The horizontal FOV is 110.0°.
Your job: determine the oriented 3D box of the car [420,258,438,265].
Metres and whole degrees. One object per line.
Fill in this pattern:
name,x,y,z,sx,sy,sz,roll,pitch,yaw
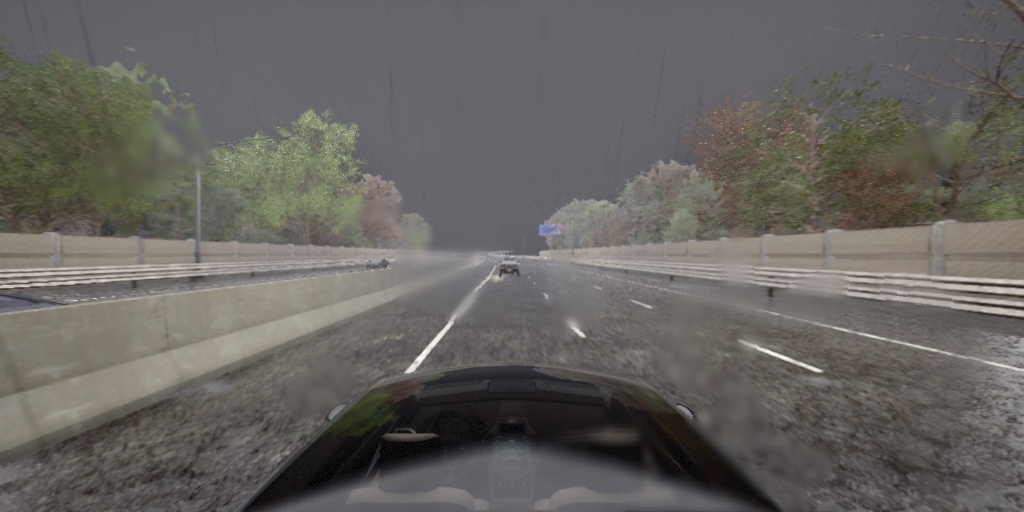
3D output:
car,-11.209,1.062,48.512,1.837,1.490,4.892,0,1,-1

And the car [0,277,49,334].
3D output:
car,-14.115,1.301,7.468,2.033,1.411,5.357,0,0,0

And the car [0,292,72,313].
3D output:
car,-10.614,1.316,6.260,1.994,1.385,4.181,0,0,0

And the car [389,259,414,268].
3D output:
car,-14.721,1.128,48.954,1.994,1.385,4.181,0,0,-1

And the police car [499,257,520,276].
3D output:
police car,-0.269,1.025,35.004,1.930,1.638,5.238,0,1,-1

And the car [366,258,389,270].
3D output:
car,-18.219,1.050,48.849,1.882,1.535,5.008,0,0,-1
